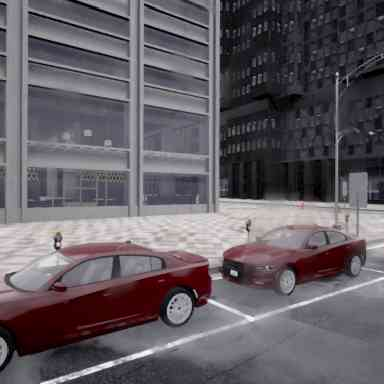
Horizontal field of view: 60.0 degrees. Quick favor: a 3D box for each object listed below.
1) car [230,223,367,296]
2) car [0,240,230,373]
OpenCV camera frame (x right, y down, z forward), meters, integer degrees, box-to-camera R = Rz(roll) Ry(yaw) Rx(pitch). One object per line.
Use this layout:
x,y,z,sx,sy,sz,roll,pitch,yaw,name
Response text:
2.754,1.545,8.642,4.507,1.381,1.887,0,0,-36,car
-1.739,1.545,5.426,4.507,1.381,1.887,0,0,-36,car
